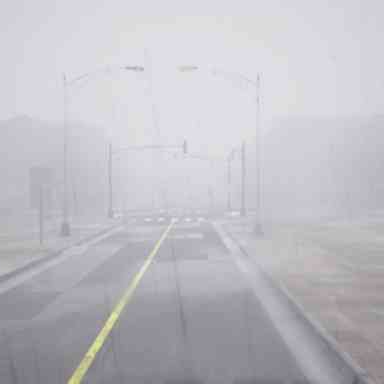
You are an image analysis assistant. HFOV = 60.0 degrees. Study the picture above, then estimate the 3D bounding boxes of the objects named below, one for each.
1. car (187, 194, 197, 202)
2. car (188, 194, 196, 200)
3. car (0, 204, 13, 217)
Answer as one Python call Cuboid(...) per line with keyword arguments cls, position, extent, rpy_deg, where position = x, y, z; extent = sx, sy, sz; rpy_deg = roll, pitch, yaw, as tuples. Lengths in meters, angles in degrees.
Cuboid(cls="car", position=(0.003, 1.376, 75.275), extent=(1.837, 1.490, 4.892), rpy_deg=(0, 0, 0))
Cuboid(cls="car", position=(0.004, 1.228, 85.696), extent=(2.033, 1.411, 5.357), rpy_deg=(0, 0, 0))
Cuboid(cls="car", position=(-20.375, 1.904, 33.393), extent=(4.403, 1.369, 2.008), rpy_deg=(-1, 2, 0))
